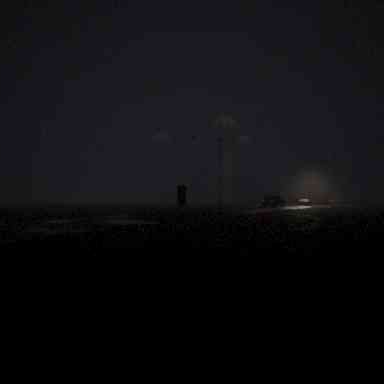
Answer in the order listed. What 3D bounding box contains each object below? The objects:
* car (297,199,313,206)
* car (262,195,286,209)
[{"bbox_3d":[22.260,2.039,65.439,1.895,1.301,4.718,0,0,36],"label":"car"},{"bbox_3d":[12.933,1.553,52.431,2.150,2.045,5.566,0,0,36],"label":"car"}]
